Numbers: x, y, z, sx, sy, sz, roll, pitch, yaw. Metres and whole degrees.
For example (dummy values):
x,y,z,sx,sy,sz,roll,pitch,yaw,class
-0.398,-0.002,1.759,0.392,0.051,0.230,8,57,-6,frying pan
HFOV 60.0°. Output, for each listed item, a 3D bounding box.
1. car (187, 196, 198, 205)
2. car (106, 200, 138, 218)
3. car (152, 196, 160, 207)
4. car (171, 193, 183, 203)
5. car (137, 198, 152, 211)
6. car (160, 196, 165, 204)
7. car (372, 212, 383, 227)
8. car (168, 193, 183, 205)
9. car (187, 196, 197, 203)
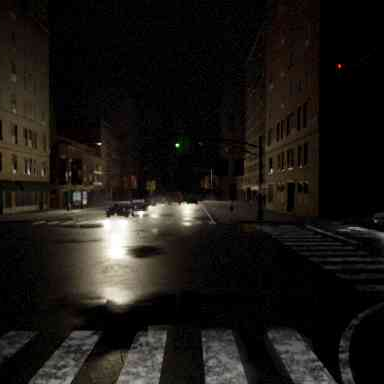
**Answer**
x,y,z,sx,sy,sz,roll,pitch,yaw,class
0.071,1.575,61.117,1.837,1.490,4.892,0,0,0,car
-6.560,1.635,30.851,1.895,1.301,4.718,0,0,0,car
-6.537,1.603,51.153,2.033,1.411,5.357,0,0,0,car
-3.168,1.201,71.572,2.150,2.045,5.566,0,0,0,car
-6.542,1.608,40.778,1.994,1.385,4.181,0,0,0,car
-6.423,1.598,66.542,1.882,1.535,5.008,0,0,0,car
12.994,1.416,19.290,4.674,1.442,1.812,0,1,0,car
-3.179,1.291,61.151,2.150,2.045,5.566,0,0,0,car
0.082,1.516,71.537,2.033,1.411,5.357,0,0,0,car
